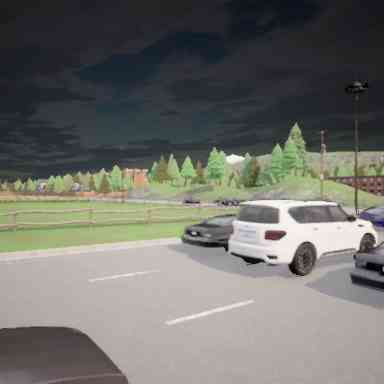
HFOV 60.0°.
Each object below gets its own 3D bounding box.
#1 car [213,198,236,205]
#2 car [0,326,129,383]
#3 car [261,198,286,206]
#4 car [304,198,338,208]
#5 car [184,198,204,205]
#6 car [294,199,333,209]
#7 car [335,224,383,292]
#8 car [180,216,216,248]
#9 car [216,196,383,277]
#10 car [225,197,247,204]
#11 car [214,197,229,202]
[{"bbox_3d":[6.580,1.820,67.541,1.895,1.301,4.718,0,0,-36],"label":"car"},{"bbox_3d":[-2.927,1.540,1.655,5.357,1.411,2.033,0,0,-36],"label":"car"},{"bbox_3d":[15.038,1.801,61.826,1.994,1.385,4.181,0,0,-36],"label":"car"},{"bbox_3d":[20.844,1.742,53.854,1.837,1.490,4.892,0,0,-36],"label":"car"},{"bbox_3d":[0.246,1.786,64.275,1.895,1.301,4.718,0,0,-36],"label":"car"},{"bbox_3d":[18.573,1.767,51.024,2.033,1.411,5.357,0,0,-36],"label":"car"},{"bbox_3d":[5.943,1.594,8.001,5.357,1.411,2.033,0,0,-36],"label":"car"},{"bbox_3d":[2.112,1.595,13.864,5.357,1.411,2.033,0,0,-36],"label":"car"},{"bbox_3d":[3.682,1.270,10.683,5.566,2.045,2.150,0,0,-35],"label":"car"},{"bbox_3d":[9.170,1.832,69.955,1.895,1.301,4.718,0,0,-36],"label":"car"},{"bbox_3d":[6.074,1.663,56.255,1.882,1.535,5.008,0,0,-36],"label":"car"}]
